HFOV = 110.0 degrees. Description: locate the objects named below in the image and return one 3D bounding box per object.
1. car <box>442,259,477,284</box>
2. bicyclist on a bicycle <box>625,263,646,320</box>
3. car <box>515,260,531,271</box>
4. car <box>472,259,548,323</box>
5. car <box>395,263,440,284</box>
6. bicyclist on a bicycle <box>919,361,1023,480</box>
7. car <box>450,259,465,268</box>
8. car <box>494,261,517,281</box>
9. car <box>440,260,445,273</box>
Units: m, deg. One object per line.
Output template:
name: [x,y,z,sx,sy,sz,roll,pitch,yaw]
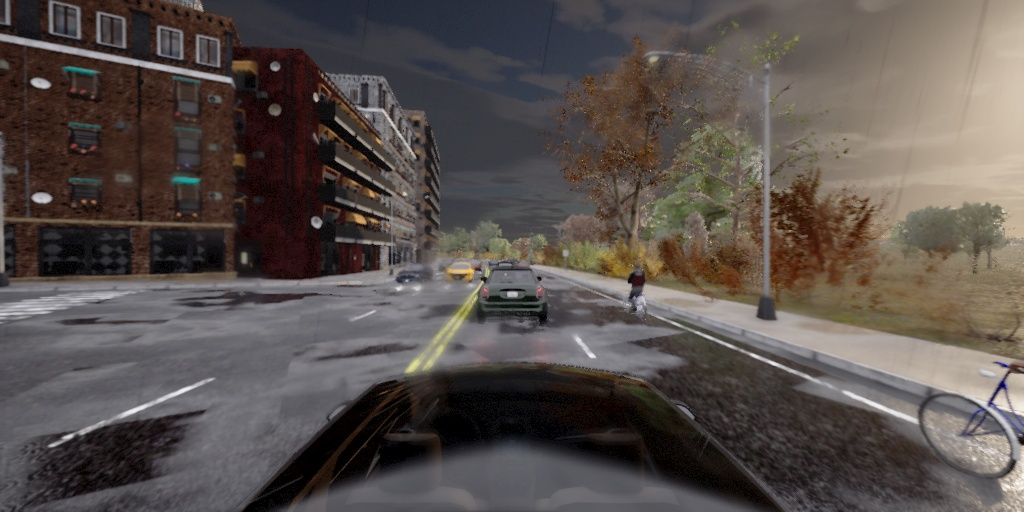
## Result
car: [-3.908,1.240,27.824,1.882,1.535,5.008,0,0,-2]
bicyclist on a bicycle: [4.037,1.122,11.803,0.659,1.776,1.843,0,0,-1]
car: [1.506,1.318,50.901,1.994,1.385,4.181,0,0,-4]
car: [-0.019,1.107,12.263,2.097,1.767,4.553,0,0,-1]
car: [-7.192,1.312,27.234,2.033,1.411,5.357,0,0,0]
bicyclist on a bicycle: [4.124,1.118,2.727,0.659,1.776,1.843,0,0,0]
car: [-9.225,1.256,61.193,2.128,1.511,4.902,0,0,-4]
car: [-0.629,1.264,31.880,1.837,1.490,4.892,0,0,-2]
car: [-8.054,1.272,45.220,1.837,1.490,4.892,0,0,-4]
